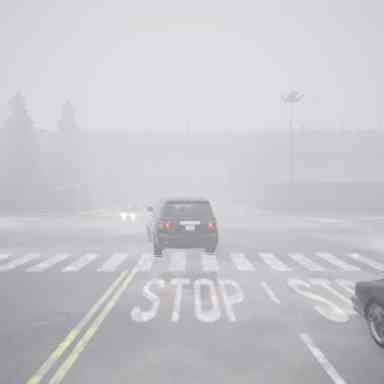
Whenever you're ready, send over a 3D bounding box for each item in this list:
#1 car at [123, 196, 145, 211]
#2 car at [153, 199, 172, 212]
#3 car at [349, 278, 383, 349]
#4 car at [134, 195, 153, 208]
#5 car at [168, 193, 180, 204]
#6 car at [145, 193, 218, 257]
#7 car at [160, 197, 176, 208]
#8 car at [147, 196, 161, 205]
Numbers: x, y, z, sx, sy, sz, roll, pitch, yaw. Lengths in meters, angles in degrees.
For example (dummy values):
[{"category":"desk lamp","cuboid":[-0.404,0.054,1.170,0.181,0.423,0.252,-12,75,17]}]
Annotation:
[{"category":"car","cuboid":[-7.090,1.511,40.255,2.128,1.511,4.902,0,0,0]},{"category":"car","cuboid":[-3.586,1.583,40.780,1.994,1.385,4.181,0,0,-1]},{"category":"car","cuboid":[3.586,1.549,3.181,2.033,1.411,5.357,0,0,0]},{"category":"car","cuboid":[-7.087,1.376,49.328,2.097,1.767,4.553,0,0,0]},{"category":"car","cuboid":[-3.515,1.249,65.443,2.150,2.045,5.566,0,0,0]},{"category":"car","cuboid":[-0.542,1.193,13.196,2.150,2.045,5.566,0,1,-10]},{"category":"car","cuboid":[-3.589,1.571,50.963,2.033,1.411,5.357,0,0,0]},{"category":"car","cuboid":[-7.025,1.576,61.733,2.033,1.411,5.357,0,0,1]}]
